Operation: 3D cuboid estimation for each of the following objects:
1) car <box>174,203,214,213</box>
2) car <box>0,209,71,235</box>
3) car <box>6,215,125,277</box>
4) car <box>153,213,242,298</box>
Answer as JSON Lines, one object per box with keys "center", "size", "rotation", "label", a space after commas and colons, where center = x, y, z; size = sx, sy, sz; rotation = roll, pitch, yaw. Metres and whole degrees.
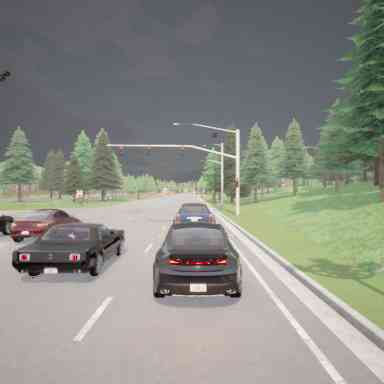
{"center": [0.118, 1.352, 17.606], "size": [2.097, 1.767, 4.553], "rotation": [0, 0, 0], "label": "car"}
{"center": [-6.883, 1.526, 16.008], "size": [1.812, 1.442, 4.674], "rotation": [0, 0, 0], "label": "car"}
{"center": [-3.389, 1.601, 10.229], "size": [1.895, 1.301, 4.718], "rotation": [0, 0, 0], "label": "car"}
{"center": [0.109, 1.505, 8.512], "size": [1.837, 1.490, 4.892], "rotation": [0, 0, 0], "label": "car"}
